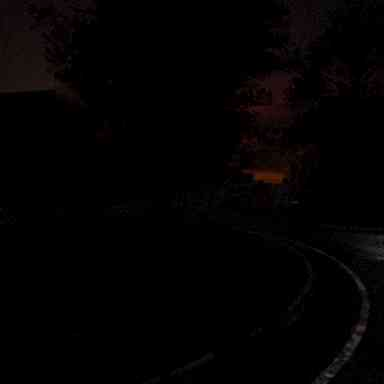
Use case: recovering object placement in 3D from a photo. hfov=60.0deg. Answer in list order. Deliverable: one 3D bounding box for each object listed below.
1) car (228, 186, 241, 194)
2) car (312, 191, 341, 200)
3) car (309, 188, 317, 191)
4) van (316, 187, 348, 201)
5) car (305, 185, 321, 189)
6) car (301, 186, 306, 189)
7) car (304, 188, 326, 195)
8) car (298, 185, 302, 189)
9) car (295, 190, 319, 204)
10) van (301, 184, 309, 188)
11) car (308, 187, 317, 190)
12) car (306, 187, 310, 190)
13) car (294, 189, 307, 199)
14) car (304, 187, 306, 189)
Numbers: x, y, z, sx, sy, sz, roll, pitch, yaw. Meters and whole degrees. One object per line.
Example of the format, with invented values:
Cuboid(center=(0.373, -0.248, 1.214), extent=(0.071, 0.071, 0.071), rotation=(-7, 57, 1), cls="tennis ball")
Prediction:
Cuboid(center=(9.751, -0.252, 79.110), extent=(2.033, 1.411, 5.357), rotation=(1, 2, 13), cls="car")
Cuboid(center=(25.341, 0.558, 62.797), extent=(4.792, 1.488, 2.163), rotation=(1, 2, 13), cls="car")
Cuboid(center=(24.506, 0.628, 60.144), extent=(5.366, 1.575, 1.946), rotation=(1, 2, 13), cls="car")
Cuboid(center=(23.321, 0.621, 54.715), extent=(4.442, 1.987, 1.878), rotation=(1, 2, 13), cls="van")
Cuboid(center=(27.224, 0.085, 70.895), extent=(4.553, 1.767, 2.185), rotation=(1, 2, 13), cls="car")
Cuboid(center=(28.441, -0.001, 76.311), extent=(5.008, 1.535, 2.097), rotation=(1, 2, 13), cls="car")
Cuboid(center=(29.069, -0.066, 79.016), extent=(4.674, 1.452, 2.002), rotation=(1, 2, 13), cls="car")
Cuboid(center=(30.923, -0.391, 87.126), extent=(4.792, 1.488, 2.163), rotation=(1, 2, 13), cls="car")
Cuboid(center=(16.956, 0.970, 49.285), extent=(1.837, 1.490, 4.892), rotation=(1, 1, 10), cls="car")
Cuboid(center=(29.814, -0.435, 81.680), extent=(4.442, 1.987, 1.878), rotation=(1, 2, 13), cls="van")
Cuboid(center=(25.934, 0.423, 65.505), extent=(4.892, 1.521, 2.231), rotation=(1, 2, 13), cls="car")
Cuboid(center=(26.572, 0.316, 68.203), extent=(5.008, 1.535, 2.097), rotation=(1, 2, 13), cls="car")
Cuboid(center=(19.254, 0.708, 59.186), extent=(1.994, 1.385, 4.181), rotation=(1, 2, 13), cls="car")
Cuboid(center=(27.816, 0.144, 73.611), extent=(4.674, 1.452, 2.002), rotation=(1, 2, 13), cls="car")
